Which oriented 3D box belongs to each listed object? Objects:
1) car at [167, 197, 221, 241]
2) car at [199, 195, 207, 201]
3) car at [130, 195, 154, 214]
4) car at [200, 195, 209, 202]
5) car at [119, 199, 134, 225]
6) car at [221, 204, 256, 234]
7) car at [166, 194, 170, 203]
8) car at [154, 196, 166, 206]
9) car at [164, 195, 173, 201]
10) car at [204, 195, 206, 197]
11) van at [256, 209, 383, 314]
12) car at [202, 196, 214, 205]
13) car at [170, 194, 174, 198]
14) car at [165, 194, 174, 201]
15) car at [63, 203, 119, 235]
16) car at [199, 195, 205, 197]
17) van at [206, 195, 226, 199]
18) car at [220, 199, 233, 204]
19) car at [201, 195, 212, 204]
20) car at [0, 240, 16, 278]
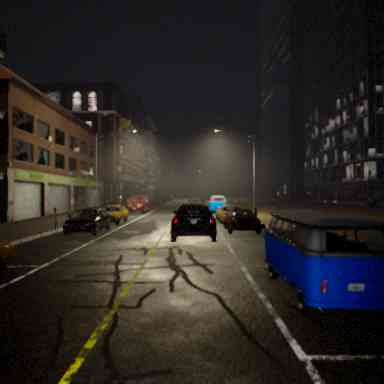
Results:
[{"bbox_3d":[0.084,1.327,16.670,2.097,1.767,4.553,0,0,0],"label":"car"},{"bbox_3d":[2.723,1.435,85.280,2.008,1.369,4.403,1,0,0],"label":"car"},{"bbox_3d":[-5.670,1.280,35.156,2.192,1.841,5.009,1,0,0],"label":"car"},{"bbox_3d":[2.719,1.442,74.141,1.887,1.381,4.507,1,0,0],"label":"car"},{"bbox_3d":[-5.676,1.506,23.848,1.752,1.417,4.829,1,0,0],"label":"car"},{"bbox_3d":[2.702,1.548,18.443,1.802,1.307,4.206,1,0,0],"label":"car"},{"bbox_3d":[-5.665,1.514,63.006,1.802,1.307,4.206,1,0,0],"label":"car"},{"bbox_3d":[-5.668,1.489,51.866,1.887,1.381,4.507,1,0,0],"label":"car"},{"bbox_3d":[-5.659,1.478,79.715,1.947,1.339,4.313,1,0,0],"label":"car"},{"bbox_3d":[2.712,1.448,52.032,1.752,1.417,4.829,1,0,0],"label":"car"},{"bbox_3d":[2.701,1.323,7.305,1.690,1.788,3.998,1,0,0],"label":"van"},{"bbox_3d":[2.713,1.461,57.432,1.887,1.381,4.507,1,0,0],"label":"car"},{"bbox_3d":[-5.661,1.464,74.145,1.887,1.381,4.507,1,0,0],"label":"car"},{"bbox_3d":[-5.656,1.346,85.284,1.967,1.590,4.097,1,0,0],"label":"car"},{"bbox_3d":[-5.678,1.539,18.447,2.008,1.369,4.403,1,0,0],"label":"car"},{"bbox_3d":[0.106,1.434,41.089,2.128,1.511,4.902,0,0,0],"label":"car"},{"bbox_3d":[2.709,1.285,35.153,1.690,1.788,3.998,1,0,0],"label":"van"},{"bbox_3d":[2.704,1.483,24.183,1.752,1.417,4.829,1,0,0],"label":"car"},{"bbox_3d":[2.717,1.350,63.001,1.967,1.590,4.097,1,0,0],"label":"car"},{"bbox_3d":[-5.681,1.530,7.139,1.752,1.417,4.829,1,0,0],"label":"car"}]
